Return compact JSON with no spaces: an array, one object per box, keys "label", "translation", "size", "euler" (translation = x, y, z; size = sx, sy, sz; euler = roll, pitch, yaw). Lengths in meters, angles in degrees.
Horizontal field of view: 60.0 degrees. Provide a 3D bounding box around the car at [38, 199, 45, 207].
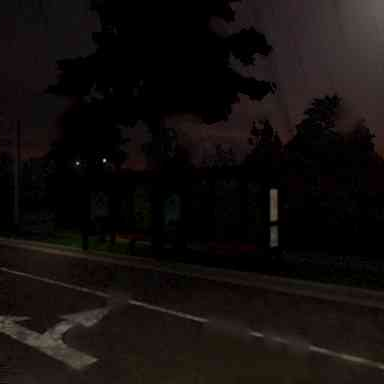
[{"label":"car","translation":[-25.995,1.699,54.904],"size":[3.806,1.475,1.970],"euler":[-1,0,36]}]
